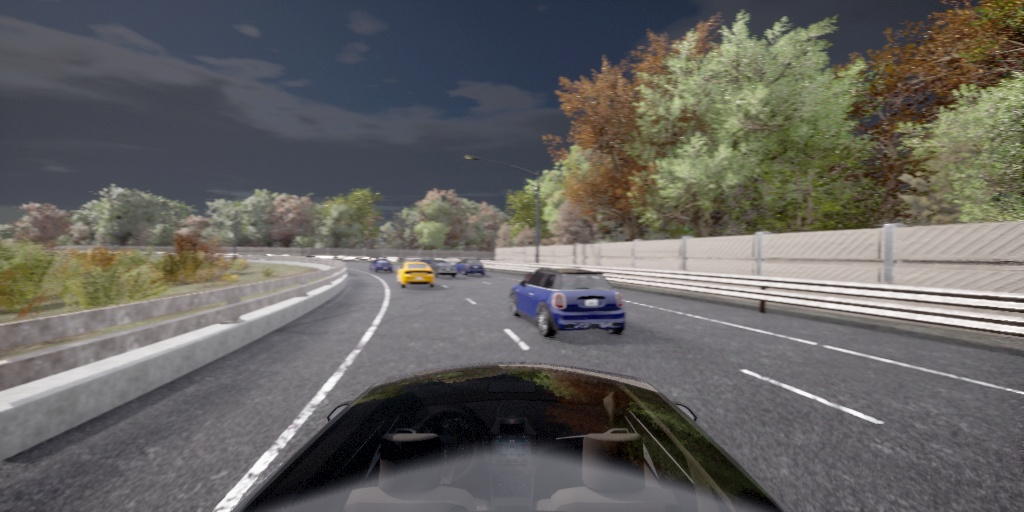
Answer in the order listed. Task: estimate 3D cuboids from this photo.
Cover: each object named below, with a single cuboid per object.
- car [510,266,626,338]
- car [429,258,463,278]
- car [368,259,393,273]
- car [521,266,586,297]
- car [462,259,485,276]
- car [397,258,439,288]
[{"bbox_3d":[1.376,1.124,10.591,2.097,1.767,4.553,1,0,-14],"label":"car"},{"bbox_3d":[-6.429,1.195,32.154,2.033,1.411,5.357,1,0,-26],"label":"car"},{"bbox_3d":[-14.342,1.046,39.269,1.812,1.442,4.674,1,0,-31],"label":"car"},{"bbox_3d":[2.150,1.349,20.014,1.994,1.385,4.181,1,0,-18],"label":"car"},{"bbox_3d":[-4.357,1.033,35.675,2.097,1.767,4.553,1,0,-26],"label":"car"},{"bbox_3d":[-6.235,1.128,22.961,1.882,1.535,5.008,1,0,-21],"label":"car"}]
